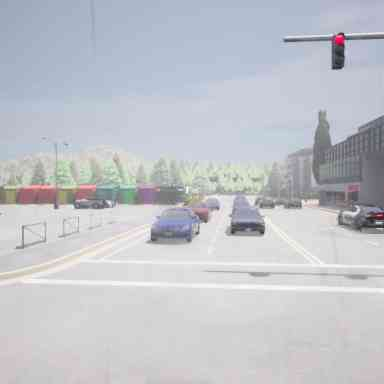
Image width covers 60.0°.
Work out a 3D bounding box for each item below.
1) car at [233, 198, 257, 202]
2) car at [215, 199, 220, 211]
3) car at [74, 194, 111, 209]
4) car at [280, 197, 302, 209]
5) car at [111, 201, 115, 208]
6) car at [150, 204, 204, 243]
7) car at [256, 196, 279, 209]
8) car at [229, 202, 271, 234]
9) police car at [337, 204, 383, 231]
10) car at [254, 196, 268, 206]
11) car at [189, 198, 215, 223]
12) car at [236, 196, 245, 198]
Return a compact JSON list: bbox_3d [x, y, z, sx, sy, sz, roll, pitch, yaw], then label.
[{"bbox_3d":[4.782,1.547,31.849,2.033,1.411,5.357,0,0,8],"label":"car"},{"bbox_3d":[2.484,1.526,41.049,1.812,1.442,4.674,0,0,8],"label":"car"},{"bbox_3d":[-12.428,1.156,40.797,3.866,1.878,1.905,0,0,6],"label":"car"},{"bbox_3d":[13.793,1.492,45.502,2.128,1.511,4.902,0,0,8],"label":"car"},{"bbox_3d":[-12.113,1.395,43.675,3.806,1.475,1.970,0,0,6],"label":"car"},{"bbox_3d":[-0.683,1.526,16.453,1.812,1.442,4.674,0,0,8],"label":"car"},{"bbox_3d":[10.335,1.492,46.053,2.128,1.511,4.902,0,0,8],"label":"car"},{"bbox_3d":[3.173,1.547,19.456,2.033,1.411,5.357,0,0,7],"label":"car"},{"bbox_3d":[10.518,1.509,20.525,2.038,1.542,4.974,0,0,7],"label":"police car"},{"bbox_3d":[11.600,1.505,56.080,1.837,1.490,4.892,0,0,7],"label":"car"},{"bbox_3d":[0.429,1.478,25.569,1.882,1.535,5.008,0,0,7],"label":"car"},{"bbox_3d":[6.973,1.351,47.957,2.097,1.767,4.553,0,0,8],"label":"car"}]
